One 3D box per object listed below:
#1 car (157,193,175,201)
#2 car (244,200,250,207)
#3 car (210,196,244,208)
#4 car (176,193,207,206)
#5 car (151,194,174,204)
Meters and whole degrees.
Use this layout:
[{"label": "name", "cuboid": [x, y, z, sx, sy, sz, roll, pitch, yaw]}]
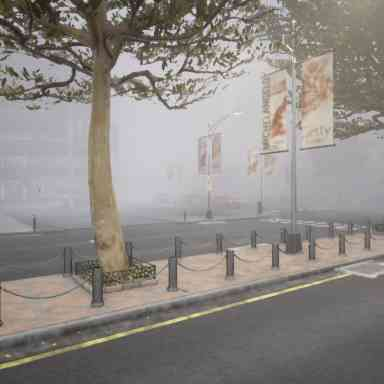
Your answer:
[{"label": "car", "cuboid": [-5.093, 1.221, 67.879, 5.566, 2.045, 2.150, 0, 0, 45]}, {"label": "car", "cuboid": [6.978, 1.526, 52.034, 1.812, 1.442, 4.674, 0, 0, -36]}, {"label": "car", "cuboid": [4.915, 1.352, 48.890, 2.097, 1.767, 4.553, 0, 0, -35]}, {"label": "car", "cuboid": [-0.181, 1.352, 55.969, 2.097, 1.767, 4.553, 0, 0, -36]}, {"label": "car", "cuboid": [-6.088, 1.564, 63.577, 1.994, 1.385, 4.181, 0, 0, -42]}]
